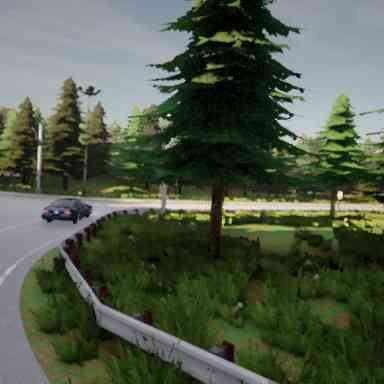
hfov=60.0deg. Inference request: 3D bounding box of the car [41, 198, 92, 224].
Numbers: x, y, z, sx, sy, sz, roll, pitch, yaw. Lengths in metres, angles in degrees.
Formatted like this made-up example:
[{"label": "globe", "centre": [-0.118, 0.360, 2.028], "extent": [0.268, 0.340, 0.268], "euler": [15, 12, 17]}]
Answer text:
[{"label": "car", "centre": [-7.871, 1.100, 21.378], "extent": [2.033, 1.411, 5.357], "euler": [4, 2, -4]}]
